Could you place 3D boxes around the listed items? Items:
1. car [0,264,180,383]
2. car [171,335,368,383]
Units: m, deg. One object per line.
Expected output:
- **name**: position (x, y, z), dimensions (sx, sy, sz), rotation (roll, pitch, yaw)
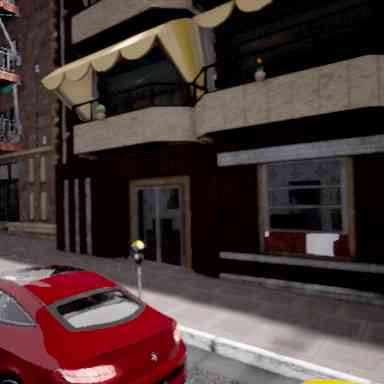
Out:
- **car**: position (-1.995, 1.596, 4.169), dimensions (4.206, 1.307, 1.802), rotation (0, -2, 36)
- **car**: position (2.368, 1.521, 1.057), dimensions (4.829, 1.417, 1.752), rotation (0, -2, 36)
